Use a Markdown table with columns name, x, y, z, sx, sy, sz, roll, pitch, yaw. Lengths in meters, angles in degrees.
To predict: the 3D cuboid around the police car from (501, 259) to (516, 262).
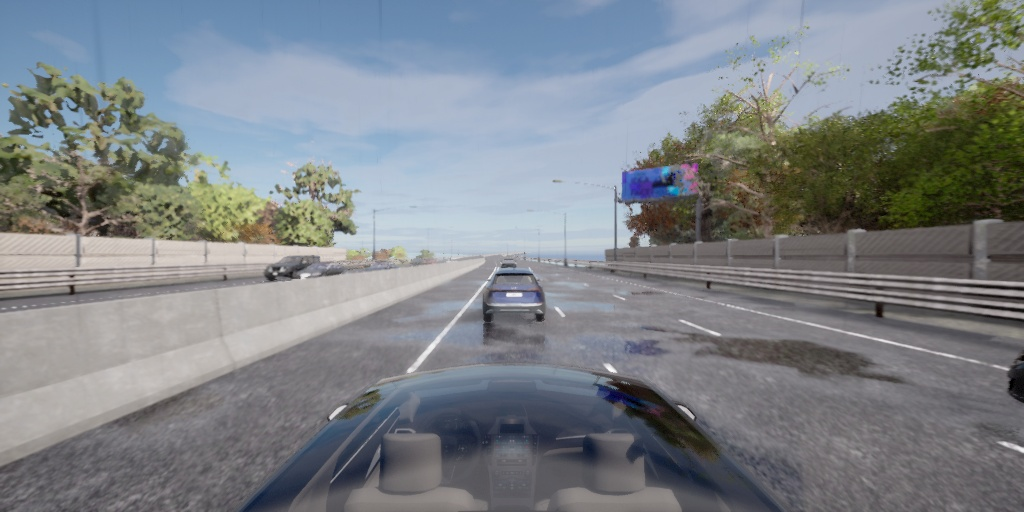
| name | x | y | z | sx | sy | sz | roll | pitch | yaw |
| --- | --- | --- | --- | --- | --- | --- | --- | --- | --- |
| police car | -0.416 | 1.166 | 43.860 | 1.930 | 1.638 | 5.238 | 0 | 0 | -1 |

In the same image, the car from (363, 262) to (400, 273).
| name | x | y | z | sx | sy | sz | roll | pitch | yaw |
| --- | --- | --- | --- | --- | --- | --- | --- | --- | --- |
| car | -10.837 | 1.242 | 29.995 | 2.128 | 1.511 | 4.902 | 0 | 0 | -1 |

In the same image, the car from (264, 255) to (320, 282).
| name | x | y | z | sx | sy | sz | roll | pitch | yaw |
| --- | --- | --- | --- | --- | --- | --- | --- | --- | --- |
| car | -17.831 | 0.975 | 29.696 | 2.150 | 2.045 | 5.566 | 0 | 0 | -1 |

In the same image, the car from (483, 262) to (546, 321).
| name | x | y | z | sx | sy | sz | roll | pitch | yaw |
| --- | --- | --- | --- | --- | --- | --- | --- | --- | --- |
| car | 0.056 | 1.180 | 12.530 | 2.033 | 1.649 | 4.856 | 0 | 0 | 0 |

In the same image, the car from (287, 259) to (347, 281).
| name | x | y | z | sx | sy | sz | roll | pitch | yaw |
| --- | --- | --- | --- | --- | --- | --- | --- | --- | --- |
| car | -14.293 | 1.244 | 27.133 | 2.128 | 1.511 | 4.902 | 0 | 0 | -1 |

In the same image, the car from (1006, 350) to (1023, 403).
| name | x | y | z | sx | sy | sz | roll | pitch | yaw |
| --- | --- | --- | --- | --- | --- | --- | --- | --- | --- |
| car | 7.095 | 1.251 | 2.367 | 1.837 | 1.490 | 4.892 | 0 | 0 | 0 |
